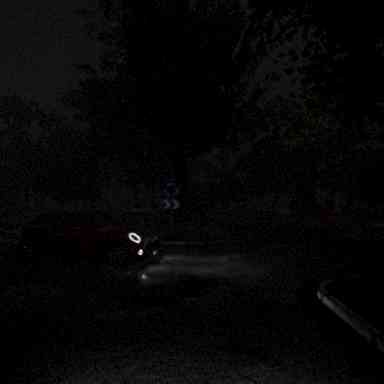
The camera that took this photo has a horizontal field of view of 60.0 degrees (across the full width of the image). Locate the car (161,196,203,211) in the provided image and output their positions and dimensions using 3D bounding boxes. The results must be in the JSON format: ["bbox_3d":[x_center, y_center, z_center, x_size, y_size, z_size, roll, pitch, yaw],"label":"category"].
[{"bbox_3d":[-1.369,1.475,43.247,5.566,2.045,2.150,0,-1,3],"label":"car"}]

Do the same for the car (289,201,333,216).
[{"bbox_3d":[12.478,1.684,35.237,1.882,1.535,5.008,0,0,-27],"label":"car"}]

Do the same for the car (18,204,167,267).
[{"bbox_3d":[-3.448,1.419,11.416,4.553,1.767,2.097,0,-1,11],"label":"car"}]
